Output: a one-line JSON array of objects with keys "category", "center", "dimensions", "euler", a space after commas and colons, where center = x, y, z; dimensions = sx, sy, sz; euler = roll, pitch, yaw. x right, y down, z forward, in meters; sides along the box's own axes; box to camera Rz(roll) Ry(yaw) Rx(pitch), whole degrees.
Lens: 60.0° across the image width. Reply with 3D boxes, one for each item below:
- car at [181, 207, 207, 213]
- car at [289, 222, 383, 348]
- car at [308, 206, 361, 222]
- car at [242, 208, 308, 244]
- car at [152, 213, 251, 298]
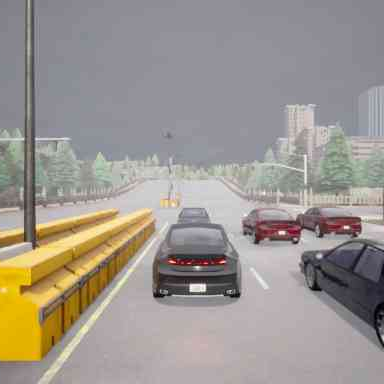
[{"category": "car", "center": [0.091, 1.547, 18.232], "dimensions": [2.033, 1.411, 5.357], "euler": [0, 0, 0]}, {"category": "car", "center": [3.592, 1.547, 5.926], "dimensions": [2.033, 1.411, 5.357], "euler": [0, 0, 0]}, {"category": "car", "center": [7.091, 1.478, 17.758], "dimensions": [1.882, 1.535, 5.008], "euler": [0, 0, 0]}, {"category": "car", "center": [3.593, 1.478, 15.770], "dimensions": [1.882, 1.535, 5.008], "euler": [0, 0, 0]}, {"category": "car", "center": [0.099, 1.505, 8.501], "dimensions": [1.837, 1.490, 4.892], "euler": [0, 0, 0]}]
